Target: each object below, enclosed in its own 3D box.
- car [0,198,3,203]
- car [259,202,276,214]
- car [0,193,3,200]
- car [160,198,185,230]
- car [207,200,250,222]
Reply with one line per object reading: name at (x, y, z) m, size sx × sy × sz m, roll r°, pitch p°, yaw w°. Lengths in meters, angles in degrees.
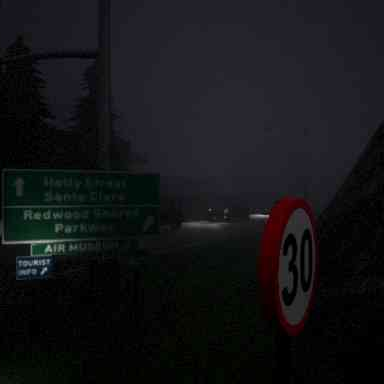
car at (-12.364, 1.505, 26.061) m, size 1.905 × 1.878 × 3.866 m, roll 0°, pitch 0°, yaw 35°
car at (9.086, 1.756, 36.945) m, size 1.994 × 1.385 × 4.181 m, roll 0°, pitch 0°, yaw 36°
car at (-38.552, 1.490, 70.011) m, size 4.514 × 1.523 × 2.007 m, roll 0°, pitch 0°, yaw 35°
car at (-2.678, 1.414, 20.798) m, size 2.150 × 2.045 × 5.566 m, roll 0°, pitch 0°, yaw 36°
car at (3.212, 1.544, 28.891) m, size 2.097 × 1.767 × 4.553 m, roll 0°, pitch 0°, yaw 36°
